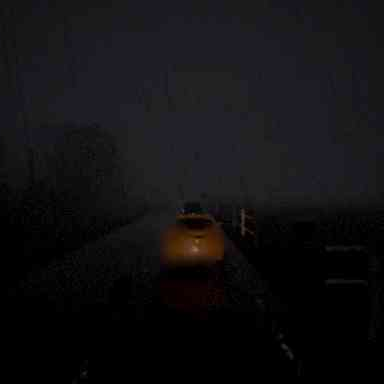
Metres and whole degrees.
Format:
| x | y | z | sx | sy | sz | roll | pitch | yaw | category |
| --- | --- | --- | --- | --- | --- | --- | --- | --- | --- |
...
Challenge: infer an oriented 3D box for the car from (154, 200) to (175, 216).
| x | y | z | sx | sy | sz | roll | pitch | yaw | category |
| --- | --- | --- | --- | --- | --- | --- | --- | --- | --- |
| -2.839 | 1.657 | 35.176 | 1.837 | 1.490 | 4.892 | 0 | 0 | 0 | car |

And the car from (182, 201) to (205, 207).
| x | y | z | sx | sy | sz | roll | pitch | yaw | category |
| --- | --- | --- | --- | --- | --- | --- | --- | --- | --- |
| 0.099 | 1.642 | 31.097 | 1.837 | 1.490 | 4.892 | 0 | 0 | 0 | car |

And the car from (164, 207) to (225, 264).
| x | y | z | sx | sy | sz | roll | pitch | yaw | category |
| --- | --- | --- | --- | --- | --- | --- | --- | --- | --- |
| 0.088 | 1.537 | 12.147 | 1.882 | 1.535 | 5.008 | 0 | 0 | 0 | car |
